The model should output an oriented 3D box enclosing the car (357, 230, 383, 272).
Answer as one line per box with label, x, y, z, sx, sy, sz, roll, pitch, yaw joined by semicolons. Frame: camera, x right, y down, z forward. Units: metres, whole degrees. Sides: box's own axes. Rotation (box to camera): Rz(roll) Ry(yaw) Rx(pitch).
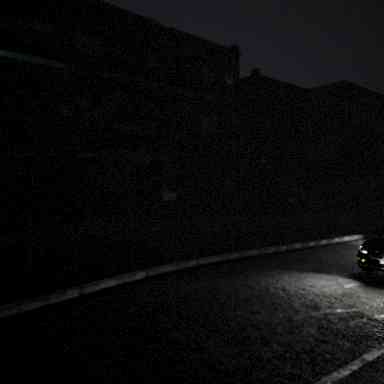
car;6.770;1.574;9.867;4.892;1.490;1.837;2;-1;-37
